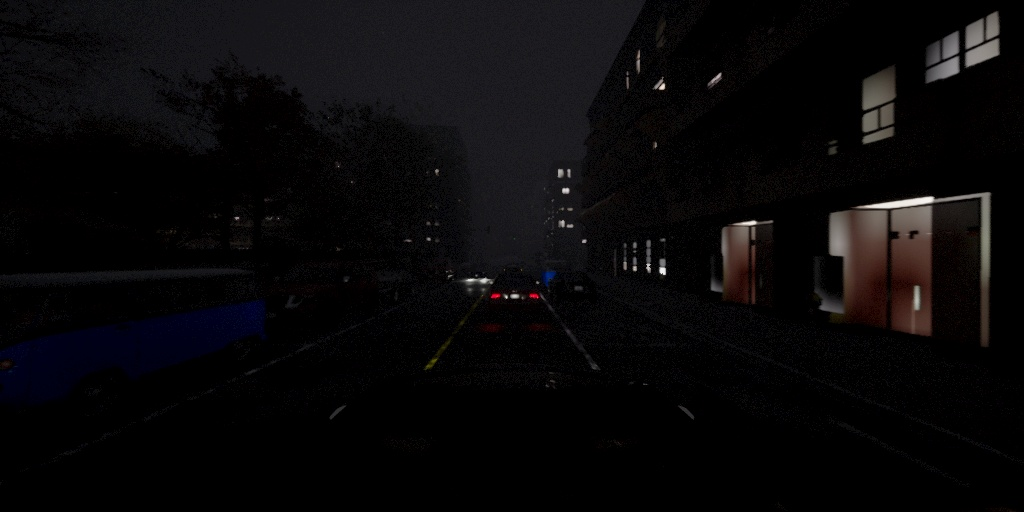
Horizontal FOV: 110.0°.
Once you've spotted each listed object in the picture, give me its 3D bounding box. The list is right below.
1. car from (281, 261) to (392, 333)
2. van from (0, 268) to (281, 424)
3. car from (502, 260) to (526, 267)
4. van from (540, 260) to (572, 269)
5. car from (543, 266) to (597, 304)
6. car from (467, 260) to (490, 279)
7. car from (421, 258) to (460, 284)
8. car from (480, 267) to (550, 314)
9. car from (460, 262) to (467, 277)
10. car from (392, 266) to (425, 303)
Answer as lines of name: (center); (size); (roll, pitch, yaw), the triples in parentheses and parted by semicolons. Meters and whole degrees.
car: (-5.692, 1.081, 10.971); (2.192, 1.841, 5.009); (0, 0, 0)
van: (-5.691, 1.098, 5.435); (1.690, 1.789, 3.998); (0, 0, 0)
car: (0.092, 1.335, 33.224); (1.812, 1.442, 4.674); (0, 0, 0)
van: (2.687, 1.128, 22.044); (1.690, 1.789, 3.998); (0, 0, 0)
car: (2.688, 1.343, 16.508); (1.948, 1.339, 4.313); (0, 0, 0)
car: (-3.102, 1.359, 34.019); (2.033, 1.411, 5.357); (0, 0, 0)
car: (-5.694, 1.113, 27.577); (2.192, 1.841, 5.009); (0, 0, 0)
car: (0.093, 1.319, 13.776); (2.033, 1.411, 5.357); (0, 0, 0)
car: (-5.695, 1.375, 33.112); (1.948, 1.339, 4.313); (0, 0, 0)
car: (-5.692, 1.328, 16.506); (2.007, 1.370, 4.403); (0, 0, 0)
